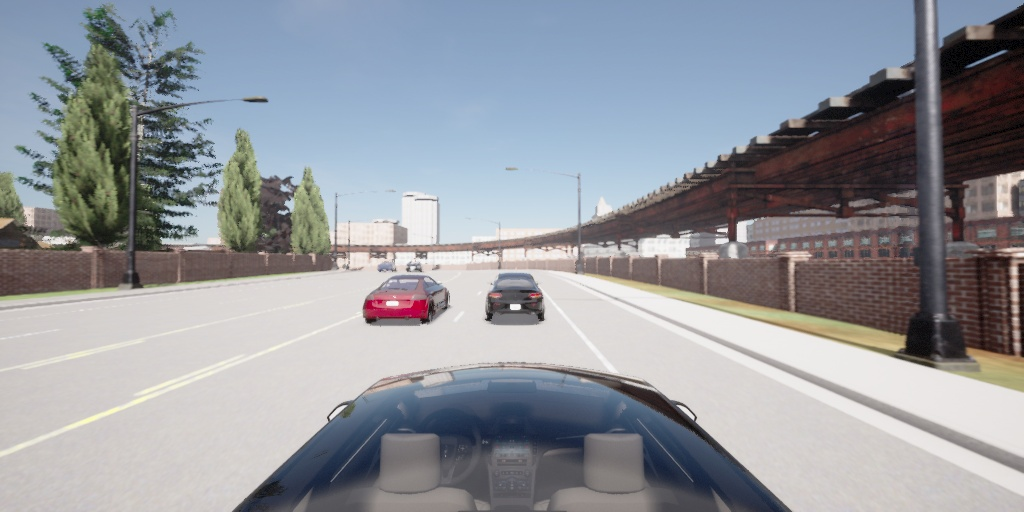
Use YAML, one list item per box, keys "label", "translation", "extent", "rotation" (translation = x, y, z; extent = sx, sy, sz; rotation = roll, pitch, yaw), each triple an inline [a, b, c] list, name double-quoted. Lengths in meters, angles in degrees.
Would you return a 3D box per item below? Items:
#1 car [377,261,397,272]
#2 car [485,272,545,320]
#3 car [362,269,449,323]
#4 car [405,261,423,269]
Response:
- label: "car"
  translation: [-15.788, 1.392, 45.630]
  extent: [2.033, 1.411, 5.357]
  rotation: [0, -1, -10]
- label: "car"
  translation: [0.091, 1.280, 12.479]
  extent: [1.812, 1.442, 4.674]
  rotation: [0, 0, 0]
- label: "car"
  translation: [-3.396, 1.319, 12.186]
  extent: [1.994, 1.385, 4.181]
  rotation: [0, 0, 0]
- label: "car"
  translation: [-12.134, 1.326, 44.753]
  extent: [2.128, 1.511, 4.902]
  rotation: [0, -1, -10]
